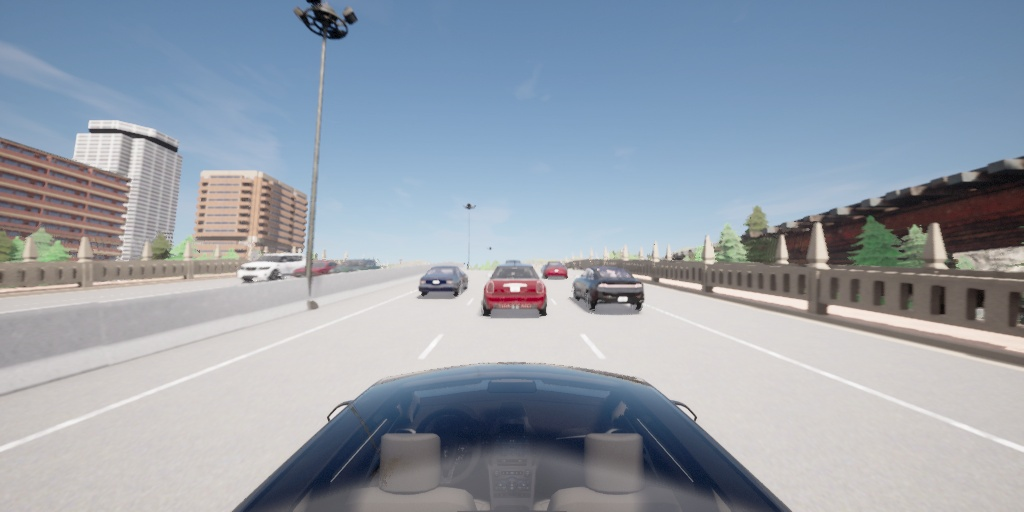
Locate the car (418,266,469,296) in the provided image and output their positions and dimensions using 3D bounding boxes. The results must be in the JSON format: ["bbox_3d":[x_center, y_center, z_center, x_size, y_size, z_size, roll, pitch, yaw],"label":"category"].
[{"bbox_3d":[-3.403,1.202,18.578,2.033,1.411,5.357,0,0,0],"label":"car"}]

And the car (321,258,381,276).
[{"bbox_3d":[-10.601,0.973,24.428,2.097,1.767,4.553,0,0,0],"label":"car"}]

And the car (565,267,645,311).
[{"bbox_3d":[3.598,1.172,14.059,2.128,1.511,4.902,0,0,0],"label":"car"}]

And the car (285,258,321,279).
[{"bbox_3d":[-14.101,1.086,26.538,1.882,1.535,5.008,0,0,0],"label":"car"}]

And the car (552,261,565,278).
[{"bbox_3d":[3.595,1.149,30.931,1.994,1.385,4.181,0,0,0],"label":"car"}]

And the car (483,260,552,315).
[{"bbox_3d":[0.098,1.036,13.333,2.097,1.767,4.553,0,0,0],"label":"car"}]

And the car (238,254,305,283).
[{"bbox_3d":[-17.609,0.830,26.873,2.150,2.045,5.566,0,0,0],"label":"car"}]
